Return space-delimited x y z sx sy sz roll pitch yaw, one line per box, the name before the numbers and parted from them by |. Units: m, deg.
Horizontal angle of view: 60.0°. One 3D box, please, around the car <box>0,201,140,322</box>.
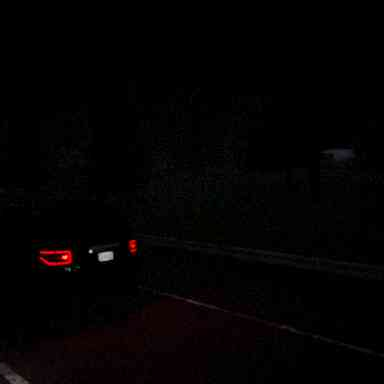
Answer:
car | -3.561 1.227 7.563 5.566 2.045 2.150 0 0 40
